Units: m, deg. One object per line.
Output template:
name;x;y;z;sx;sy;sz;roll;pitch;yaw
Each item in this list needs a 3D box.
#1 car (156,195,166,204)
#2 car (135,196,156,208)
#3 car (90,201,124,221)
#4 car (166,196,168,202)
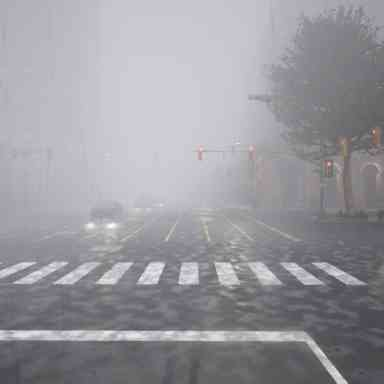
car;-6.680;1.601;64.862;1.895;1.301;4.718;0;0;1
car;-6.855;1.352;47.923;2.097;1.767;4.553;0;0;0
car;-6.962;1.477;27.688;1.882;1.535;5.008;0;0;0
car;-6.472;1.478;75.535;1.882;1.535;5.008;0;0;1
